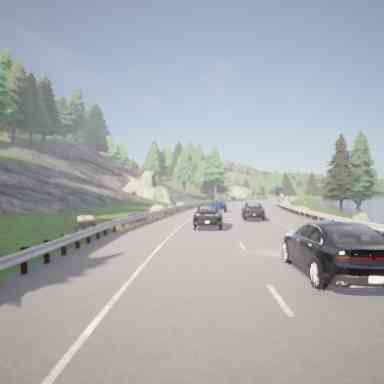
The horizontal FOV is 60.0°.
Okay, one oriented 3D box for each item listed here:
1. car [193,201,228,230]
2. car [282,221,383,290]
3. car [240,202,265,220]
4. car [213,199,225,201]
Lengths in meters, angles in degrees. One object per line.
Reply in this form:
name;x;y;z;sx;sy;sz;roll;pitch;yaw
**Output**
car;1.106;1.589;22.171;2.128;1.511;4.902;0;0;5
car;3.834;1.551;9.193;1.837;1.490;4.892;0;0;2
car;5.290;1.626;29.151;2.128;1.511;4.902;0;0;6
car;3.401;1.663;41.664;1.882;1.535;5.008;0;0;9
